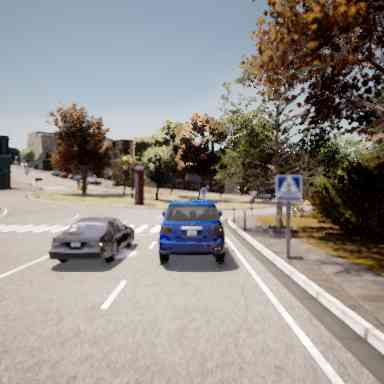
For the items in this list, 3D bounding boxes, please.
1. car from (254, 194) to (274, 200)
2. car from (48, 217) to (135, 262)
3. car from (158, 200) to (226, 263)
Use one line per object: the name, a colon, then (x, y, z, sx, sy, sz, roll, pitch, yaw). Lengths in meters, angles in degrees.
car: (16.022, 1.103, 74.044, 2.033, 1.411, 5.357, -1, 2, -23)
car: (-3.491, 1.643, 12.518, 2.033, 1.411, 5.357, 0, 0, 0)
car: (0.009, 1.321, 12.577, 2.150, 2.045, 5.566, 0, 0, 0)
